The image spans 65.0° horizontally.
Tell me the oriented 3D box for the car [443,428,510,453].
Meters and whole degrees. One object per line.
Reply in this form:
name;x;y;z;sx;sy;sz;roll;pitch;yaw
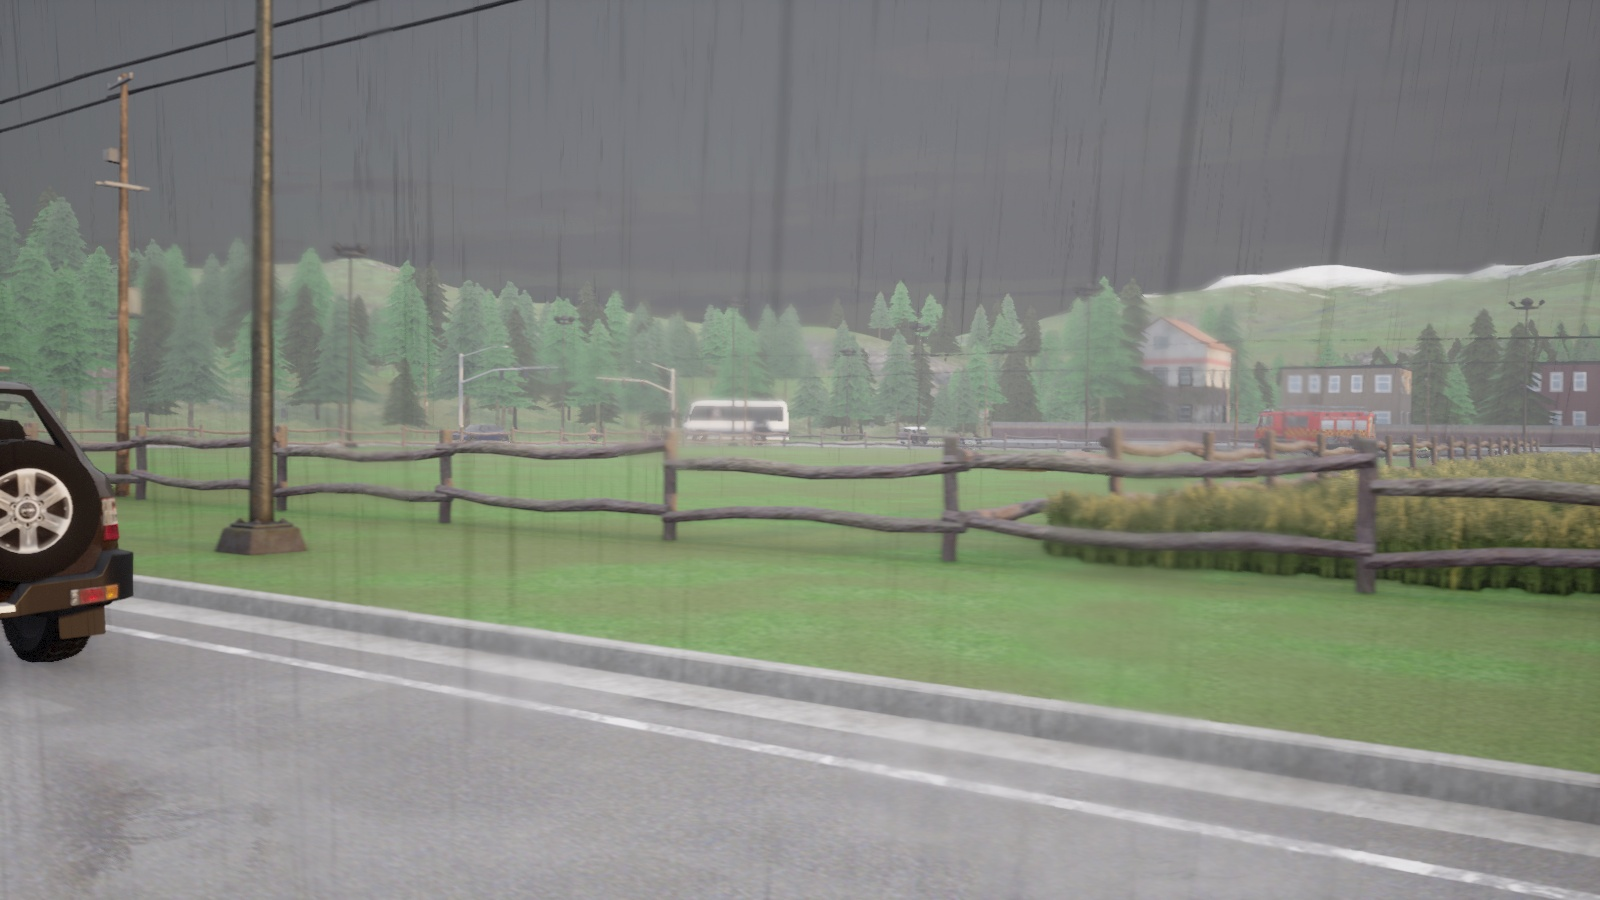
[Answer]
car;-23.758;-0.706;92.387;2.097;1.767;4.553;0;1;34

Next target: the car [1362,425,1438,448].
car;41.901;-0.946;87.691;4.514;1.525;2.007;0;1;34

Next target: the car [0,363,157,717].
car;-6.182;0.466;7.726;4.605;1.855;1.932;0;1;34

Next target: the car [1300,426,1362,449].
car;36.745;-0.871;86.937;3.705;1.549;1.789;0;1;34
